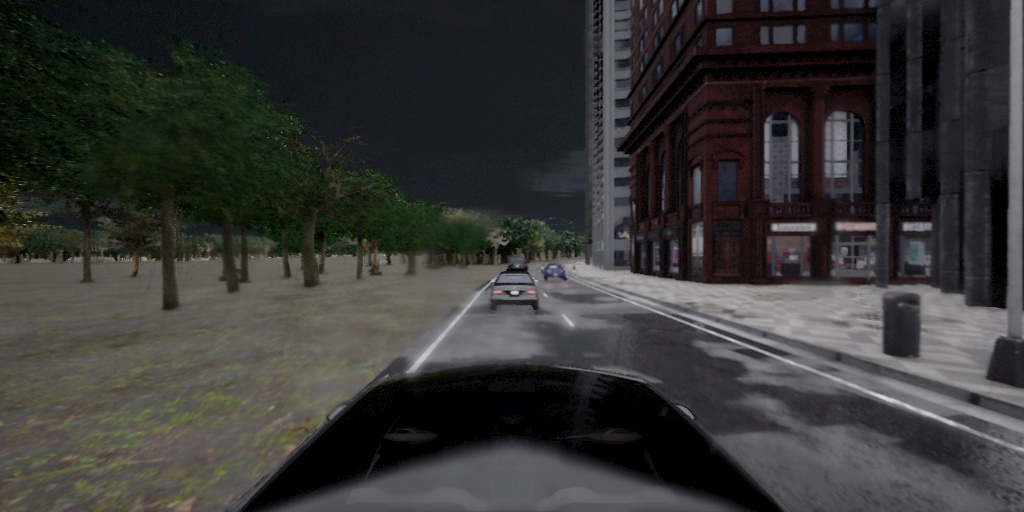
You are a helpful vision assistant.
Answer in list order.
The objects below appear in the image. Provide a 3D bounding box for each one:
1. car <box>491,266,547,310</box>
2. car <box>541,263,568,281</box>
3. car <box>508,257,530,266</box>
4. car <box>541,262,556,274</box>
[{"bbox_3d":[0.107,1.325,14.917,2.033,1.411,5.357,0,0,0],"label":"car"},{"bbox_3d":[3.771,1.383,31.885,1.812,1.442,4.674,0,0,3],"label":"car"},{"bbox_3d":[0.696,1.114,38.613,2.150,2.045,5.566,0,0,3],"label":"car"},{"bbox_3d":[4.691,1.525,46.339,1.895,1.301,4.718,0,0,5],"label":"car"}]
